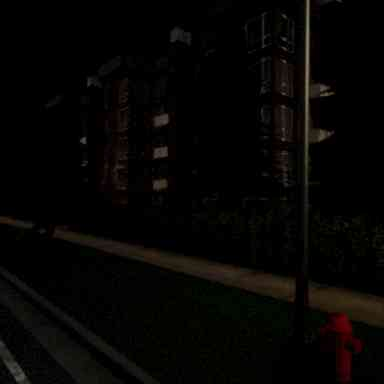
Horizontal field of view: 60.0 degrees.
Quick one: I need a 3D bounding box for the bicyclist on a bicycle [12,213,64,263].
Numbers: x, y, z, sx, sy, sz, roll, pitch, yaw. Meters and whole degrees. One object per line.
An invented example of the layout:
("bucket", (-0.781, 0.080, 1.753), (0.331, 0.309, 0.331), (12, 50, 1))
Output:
("bicyclist on a bicycle", (-5.124, 1.518, 11.158), (1.656, 1.620, 0.582), (2, -2, -41))
